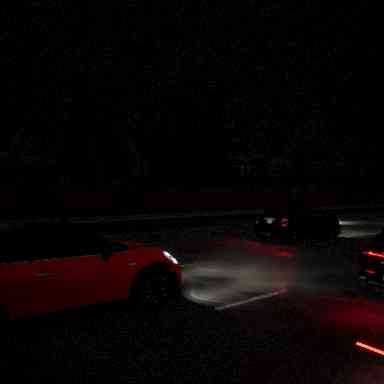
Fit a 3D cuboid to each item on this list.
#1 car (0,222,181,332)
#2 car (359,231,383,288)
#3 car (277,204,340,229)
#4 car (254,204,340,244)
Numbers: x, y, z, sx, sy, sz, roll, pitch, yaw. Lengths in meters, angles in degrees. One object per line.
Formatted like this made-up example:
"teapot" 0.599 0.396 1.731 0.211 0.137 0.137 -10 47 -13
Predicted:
"car" -2.426 1.353 6.324 4.553 1.767 2.097 0 0 -36
"car" 5.922 1.504 8.040 4.892 1.490 1.837 0 0 -36
"car" 7.890 1.564 22.446 4.181 1.385 1.994 0 0 -36
"car" 5.196 1.353 16.164 4.553 1.767 2.097 0 0 -36
